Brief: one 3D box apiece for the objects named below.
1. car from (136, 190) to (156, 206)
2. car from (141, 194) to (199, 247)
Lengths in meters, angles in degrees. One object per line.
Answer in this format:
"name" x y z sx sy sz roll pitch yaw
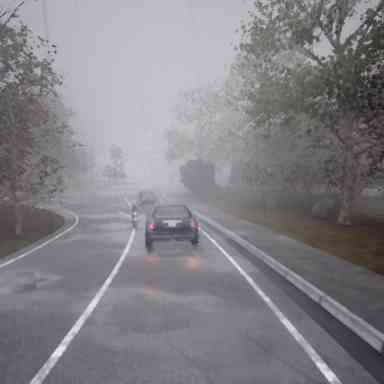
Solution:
"car" -4.385 0.499 32.558 2.033 1.411 5.357 -1 4 -15
"car" -0.987 1.197 14.692 2.097 1.767 4.553 -1 2 -7
